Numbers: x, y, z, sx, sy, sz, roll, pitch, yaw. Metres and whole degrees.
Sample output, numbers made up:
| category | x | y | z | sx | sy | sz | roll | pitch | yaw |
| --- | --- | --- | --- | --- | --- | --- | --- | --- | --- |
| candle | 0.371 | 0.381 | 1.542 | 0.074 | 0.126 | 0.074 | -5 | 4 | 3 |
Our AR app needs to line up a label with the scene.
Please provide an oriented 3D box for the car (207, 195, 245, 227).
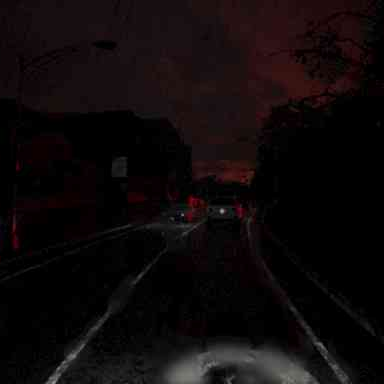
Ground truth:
| category | x | y | z | sx | sy | sz | roll | pitch | yaw |
| --- | --- | --- | --- | --- | --- | --- | --- | --- | --- |
| car | 2.359 | 1.251 | 23.482 | 2.150 | 2.045 | 5.566 | -1 | 0 | 10 |

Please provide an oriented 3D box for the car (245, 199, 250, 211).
| category | x | y | z | sx | sy | sz | roll | pitch | yaw |
| --- | --- | --- | --- | --- | --- | --- | --- | --- | --- |
| car | 6.247 | 1.594 | 42.011 | 2.033 | 1.411 | 5.357 | -1 | 0 | 12 |

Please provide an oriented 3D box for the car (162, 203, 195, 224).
| category | x | y | z | sx | sy | sz | roll | pitch | yaw |
| --- | --- | --- | --- | --- | --- | --- | --- | --- | --- |
| car | -0.951 | 1.617 | 25.910 | 1.812 | 1.442 | 4.674 | -1 | 0 | 11 |
